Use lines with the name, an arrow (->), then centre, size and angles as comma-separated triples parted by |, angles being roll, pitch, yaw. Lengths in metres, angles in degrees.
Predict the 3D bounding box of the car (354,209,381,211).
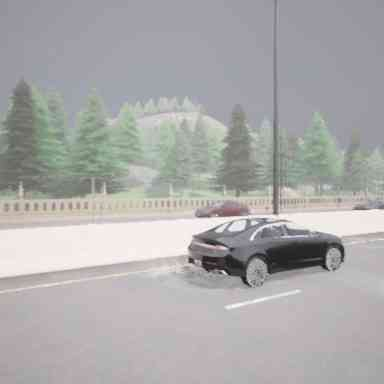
car -> 17.222, 1.442, 30.963 | 5.357, 1.411, 2.033 | 0, 0, -31

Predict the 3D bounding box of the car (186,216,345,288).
car -> 2.189, 1.455, 9.148 | 4.902, 1.511, 2.128 | 0, 0, -32

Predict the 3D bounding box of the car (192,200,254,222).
car -> 2.464, 1.419, 26.047 | 4.674, 1.442, 1.812 | 0, 0, -32
